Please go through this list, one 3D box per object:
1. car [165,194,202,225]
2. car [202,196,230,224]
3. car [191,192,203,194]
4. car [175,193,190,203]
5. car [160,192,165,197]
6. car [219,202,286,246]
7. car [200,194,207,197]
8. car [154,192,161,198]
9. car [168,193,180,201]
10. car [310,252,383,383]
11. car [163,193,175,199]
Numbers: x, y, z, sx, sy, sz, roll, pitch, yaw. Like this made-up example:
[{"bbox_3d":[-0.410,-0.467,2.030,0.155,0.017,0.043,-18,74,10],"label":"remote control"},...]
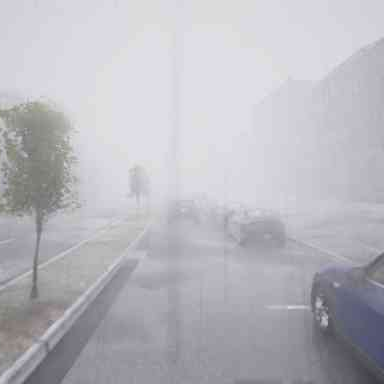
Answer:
[{"bbox_3d":[-0.667,1.237,23.467,2.097,1.767,4.553,0,0,-3],"label":"car"},{"bbox_3d":[2.203,1.357,26.035,2.097,1.535,5.008,0,0,-3],"label":"car"},{"bbox_3d":[0.033,1.195,48.201,2.231,1.521,4.892,0,0,-7],"label":"car"},{"bbox_3d":[-1.725,1.078,59.388,1.946,1.575,5.366,0,1,-9],"label":"car"},{"bbox_3d":[-5.404,0.918,77.067,2.163,1.488,4.792,0,1,-13],"label":"car"},{"bbox_3d":[2.756,1.415,14.918,2.231,1.521,4.892,0,0,-2],"label":"car"},{"bbox_3d":[1.793,1.320,31.774,1.946,1.575,5.366,0,0,-4],"label":"car"},{"bbox_3d":[-7.833,0.776,86.351,2.097,1.535,5.008,0,1,-15],"label":"car"},{"bbox_3d":[-3.845,0.962,70.200,1.946,1.575,5.366,0,1,-12],"label":"car"},{"bbox_3d":[3.040,1.339,3.775,2.185,1.767,4.553,0,0,0],"label":"car"},{"bbox_3d":[-2.164,1.257,41.288,2.128,1.511,4.902,0,1,-6],"label":"car"}]
